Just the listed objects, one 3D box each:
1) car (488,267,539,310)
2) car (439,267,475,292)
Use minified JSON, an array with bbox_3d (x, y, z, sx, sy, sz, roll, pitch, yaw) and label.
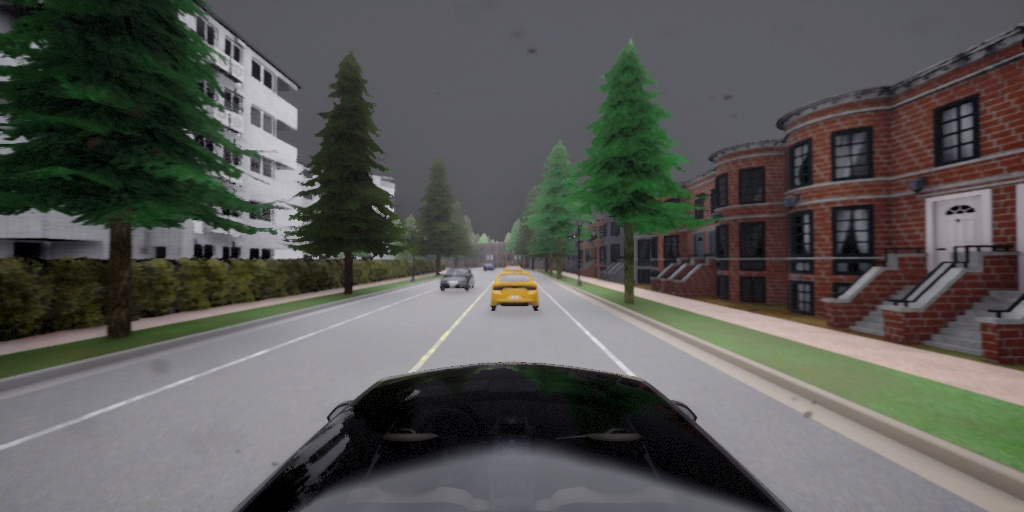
[{"bbox_3d":[0.105,1.412,15.740,1.882,1.535,5.008,0,-1,0],"label":"car"},{"bbox_3d":[-3.589,1.537,24.152,2.128,1.511,4.902,0,-1,0],"label":"car"}]
